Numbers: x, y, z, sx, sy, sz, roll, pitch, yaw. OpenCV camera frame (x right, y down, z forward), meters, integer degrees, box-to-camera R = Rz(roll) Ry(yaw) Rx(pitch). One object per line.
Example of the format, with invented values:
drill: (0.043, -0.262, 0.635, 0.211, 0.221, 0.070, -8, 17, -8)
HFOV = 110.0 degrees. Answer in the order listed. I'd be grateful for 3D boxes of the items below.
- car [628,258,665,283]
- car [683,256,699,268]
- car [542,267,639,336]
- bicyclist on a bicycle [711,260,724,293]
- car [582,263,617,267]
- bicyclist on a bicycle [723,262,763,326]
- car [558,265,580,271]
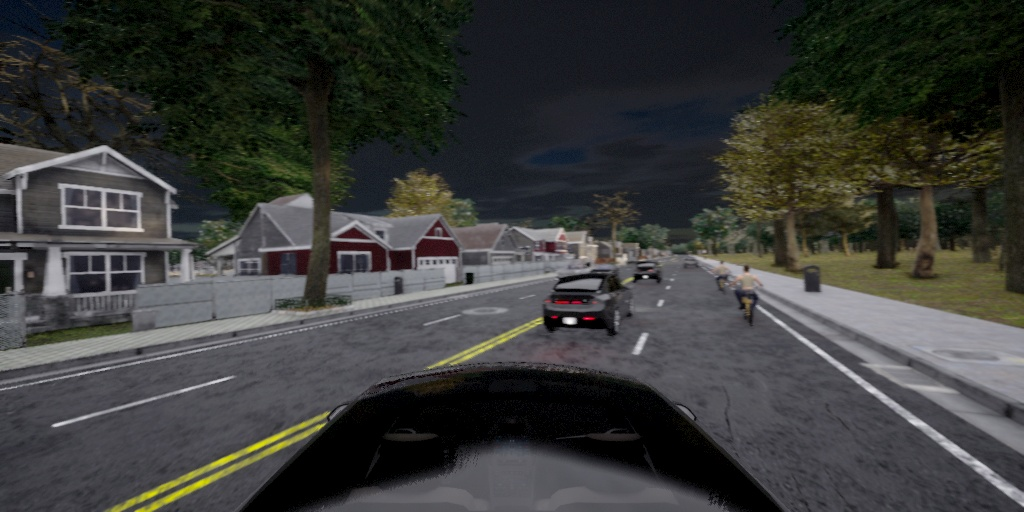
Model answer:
car: (10.195, 1.162, 26.790, 1.837, 1.490, 4.892, -2, -1, 26)
car: (25.514, 0.901, 51.116, 2.128, 1.511, 4.902, -2, 0, 26)
car: (2.396, 1.258, 10.598, 1.837, 1.490, 4.892, -2, -1, 26)
bicyclist on a bicycle: (10.187, 1.007, 17.398, 0.866, 1.612, 1.509, -2, -1, 25)
car: (7.618, 1.308, 29.385, 2.033, 1.411, 5.357, -2, -1, 26)
bicyclist on a bicycle: (6.572, 1.054, 10.045, 0.866, 1.612, 1.509, -2, -1, 26)
car: (5.640, 1.455, 32.760, 1.895, 1.301, 4.718, -2, -1, 26)
